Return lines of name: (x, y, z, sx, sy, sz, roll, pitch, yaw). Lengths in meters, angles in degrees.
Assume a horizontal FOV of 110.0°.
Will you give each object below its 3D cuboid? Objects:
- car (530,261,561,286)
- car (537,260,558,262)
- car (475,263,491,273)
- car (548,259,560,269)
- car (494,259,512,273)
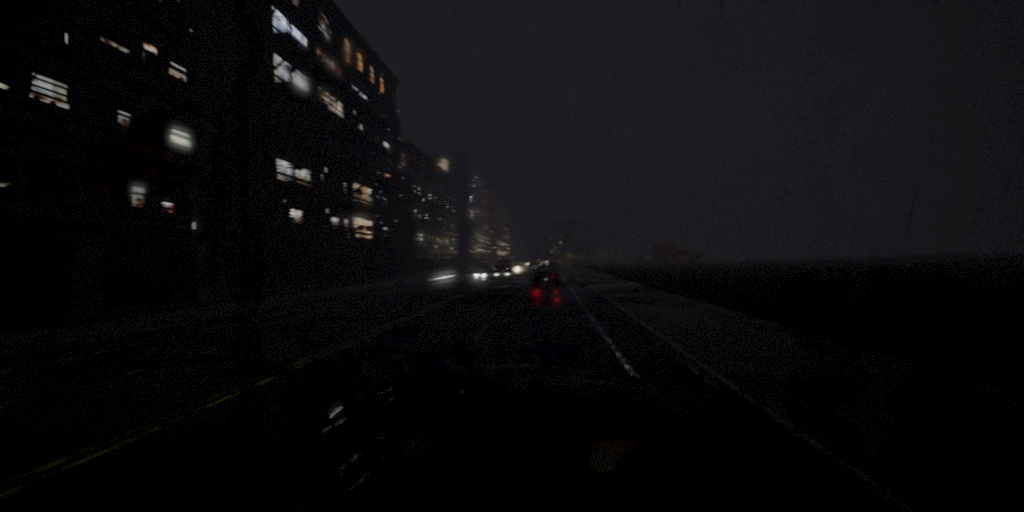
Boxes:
car: (2.539, 1.370, 26.429, 1.812, 1.442, 4.674, -2, 0, 6)
car: (4.535, 1.477, 45.670, 1.994, 1.385, 4.181, -2, -1, 6)
car: (-4.442, 1.848, 55.013, 2.128, 1.511, 4.902, -2, 0, 6)
car: (7.526, 1.415, 64.524, 1.882, 1.535, 5.008, -2, 0, 6)
car: (-1.244, 1.440, 54.459, 2.150, 2.045, 5.566, -2, 0, 6)
